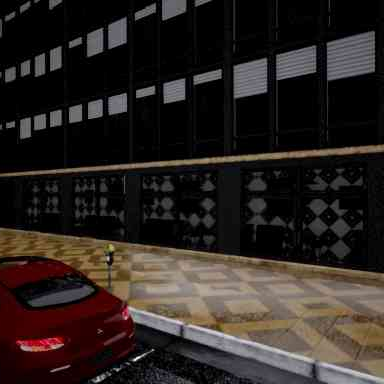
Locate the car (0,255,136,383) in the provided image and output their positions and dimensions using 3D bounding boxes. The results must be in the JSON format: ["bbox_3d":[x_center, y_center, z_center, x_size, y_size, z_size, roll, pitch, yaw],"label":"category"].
[{"bbox_3d":[-2.627,1.582,4.701,4.206,1.307,1.802,0,0,35],"label":"car"}]
